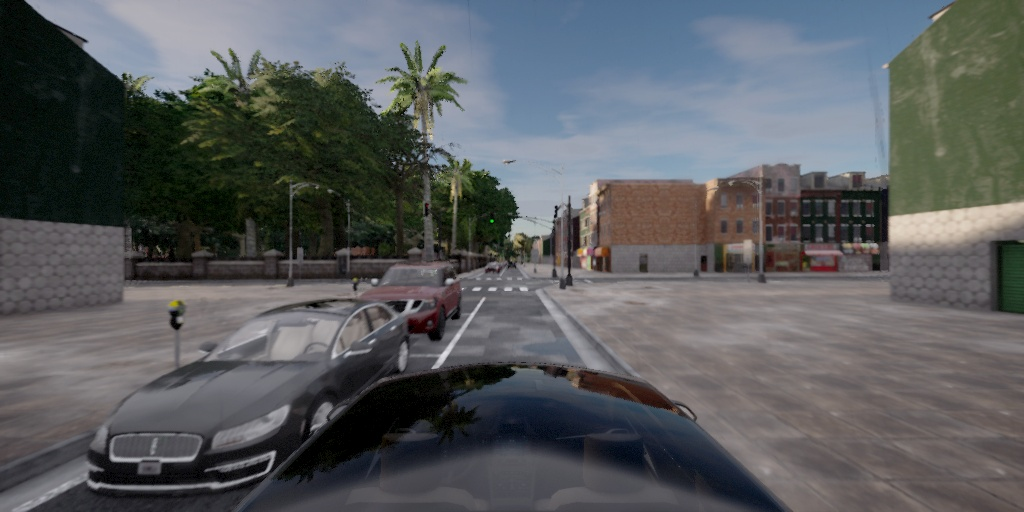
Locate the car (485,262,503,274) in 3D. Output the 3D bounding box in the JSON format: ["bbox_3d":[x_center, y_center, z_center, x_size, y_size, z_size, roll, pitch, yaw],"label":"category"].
[{"bbox_3d":[-2.635,1.538,48.400,1.967,1.591,4.097,0,0,0],"label":"car"}]

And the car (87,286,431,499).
[{"bbox_3d":[-2.637,1.317,4.792,2.007,1.370,4.403,0,0,0],"label":"car"}]

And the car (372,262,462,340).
[{"bbox_3d":[-2.637,1.113,10.255,2.192,1.841,5.009,0,0,0],"label":"car"}]
